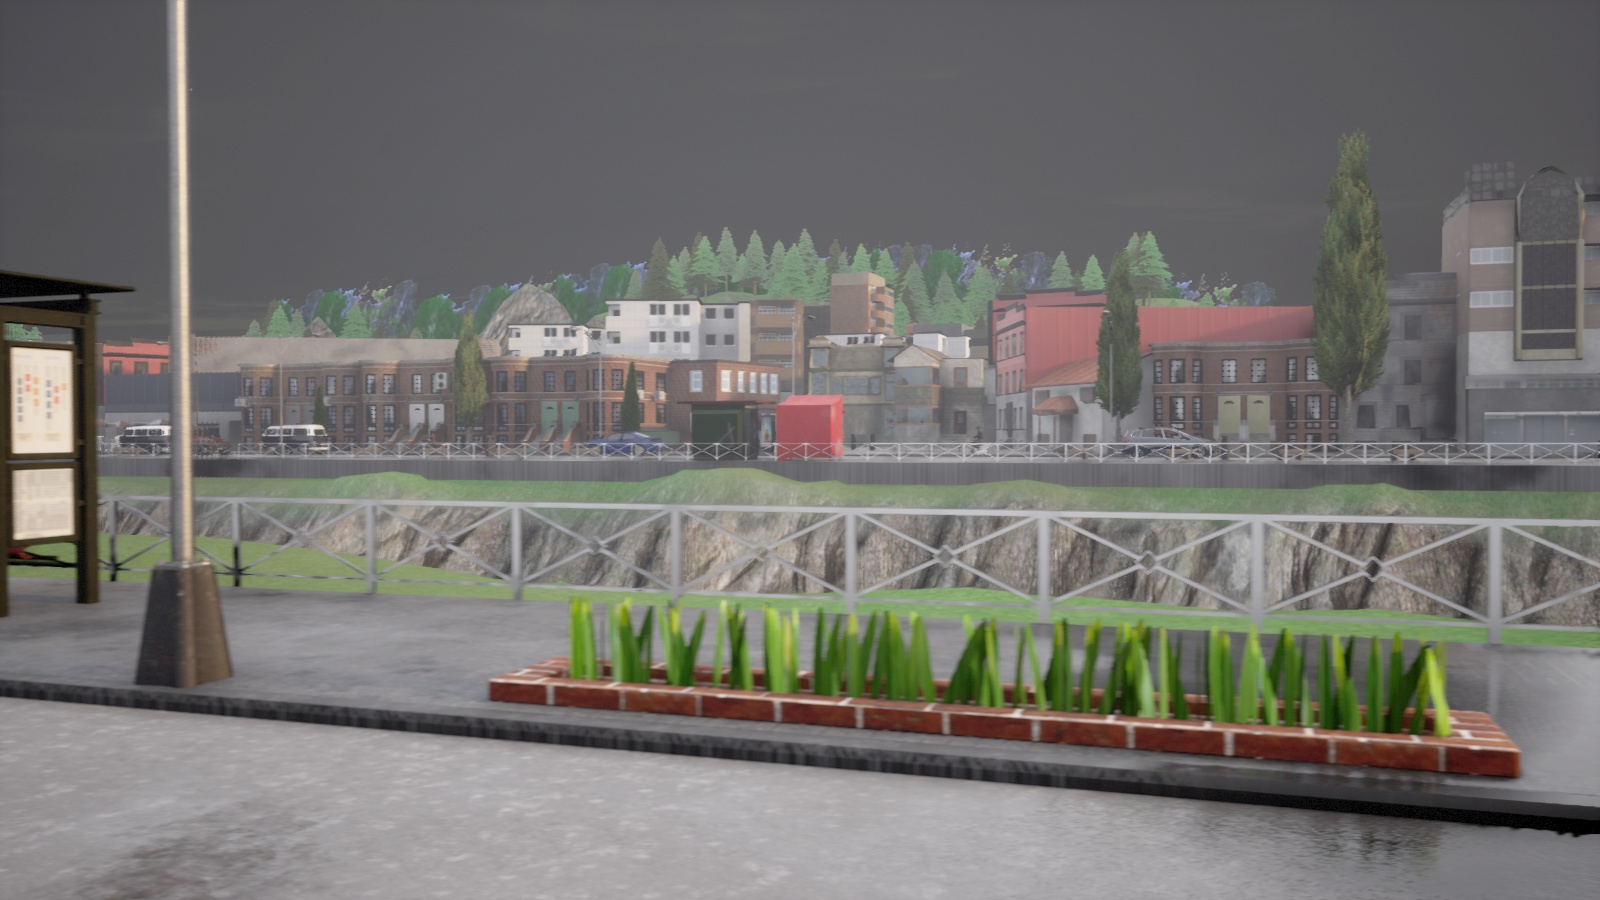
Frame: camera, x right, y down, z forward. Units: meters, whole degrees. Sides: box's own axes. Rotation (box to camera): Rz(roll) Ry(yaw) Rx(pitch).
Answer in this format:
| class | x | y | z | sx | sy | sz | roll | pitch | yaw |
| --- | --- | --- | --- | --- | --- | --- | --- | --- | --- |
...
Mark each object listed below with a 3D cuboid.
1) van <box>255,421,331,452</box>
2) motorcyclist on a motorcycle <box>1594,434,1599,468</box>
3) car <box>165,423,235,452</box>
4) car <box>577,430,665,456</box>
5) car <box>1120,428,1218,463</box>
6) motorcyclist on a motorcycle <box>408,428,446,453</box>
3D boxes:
| class | x | y | z | sx | sy | sz | roll | pitch | yaw |
| --- | --- | --- | --- | --- | --- | --- | --- | --- | --- |
| van | -34.122 | -0.932 | 84.502 | 4.480 | 2.038 | 2.069 | 1 | 1 | 19 |
| motorcyclist on a motorcycle | 36.962 | 0.045 | 56.395 | 2.044 | 1.523 | 0.797 | 1 | 1 | 19 |
| car | -39.169 | -0.838 | 81.981 | 3.866 | 1.878 | 1.905 | 1 | 1 | 19 |
| car | -10.944 | -0.465 | 76.715 | 5.008 | 1.535 | 1.882 | 1 | 1 | 19 |
| car | 18.416 | -0.263 | 62.627 | 4.611 | 1.667 | 2.242 | 1 | 1 | 19 |
| motorcyclist on a motorcycle | -24.105 | -0.613 | 81.139 | 2.350 | 1.649 | 0.766 | 0 | 1 | 19 |
